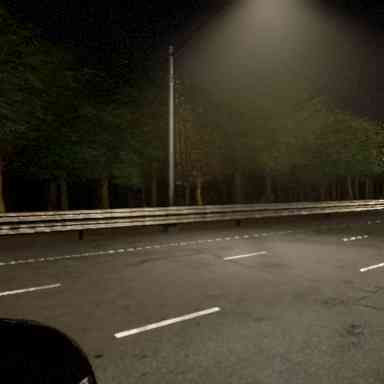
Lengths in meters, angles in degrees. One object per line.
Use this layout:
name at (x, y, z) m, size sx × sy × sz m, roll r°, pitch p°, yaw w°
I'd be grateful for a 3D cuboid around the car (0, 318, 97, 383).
car at (-2.985, 1.496, 1.742) m, size 4.902 × 1.511 × 2.128 m, roll 0°, pitch 0°, yaw -35°
